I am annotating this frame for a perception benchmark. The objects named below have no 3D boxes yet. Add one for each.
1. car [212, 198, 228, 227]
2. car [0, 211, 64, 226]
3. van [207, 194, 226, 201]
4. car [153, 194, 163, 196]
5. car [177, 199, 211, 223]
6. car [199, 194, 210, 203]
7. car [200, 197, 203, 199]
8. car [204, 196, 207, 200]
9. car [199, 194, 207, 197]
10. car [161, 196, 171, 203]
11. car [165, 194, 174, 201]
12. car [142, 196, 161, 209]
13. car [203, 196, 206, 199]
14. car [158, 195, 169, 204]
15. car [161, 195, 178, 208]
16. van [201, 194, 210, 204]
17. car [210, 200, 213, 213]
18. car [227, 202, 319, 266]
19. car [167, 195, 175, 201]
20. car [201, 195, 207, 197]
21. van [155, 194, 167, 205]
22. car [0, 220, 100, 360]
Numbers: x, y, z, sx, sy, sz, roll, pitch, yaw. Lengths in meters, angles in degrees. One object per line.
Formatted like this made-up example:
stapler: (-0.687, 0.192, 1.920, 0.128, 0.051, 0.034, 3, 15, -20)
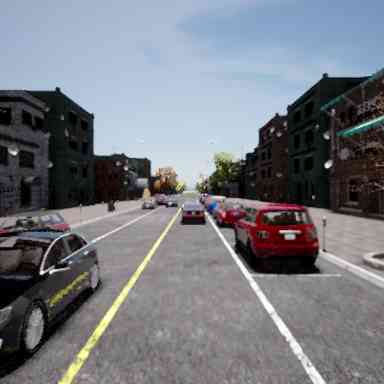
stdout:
car: (2.685, 1.443, 22.586, 1.967, 1.590, 4.097, -1, 0, 0)
car: (-5.695, 1.442, 11.486, 1.967, 1.590, 4.097, -1, 0, 0)
van: (2.683, 1.345, 33.683, 1.690, 1.788, 3.998, -1, 0, 0)
car: (-5.699, 1.321, 55.874, 2.192, 1.841, 5.009, -1, 0, 0)
car: (0.104, 1.551, 25.916, 2.033, 1.411, 5.357, 0, 0, 0)
car: (2.681, 1.321, 72.522, 2.192, 1.841, 5.009, -1, 0, 0)
car: (0.099, 1.606, 42.960, 1.895, 1.301, 4.718, 0, 0, 0)
car: (2.685, 1.549, 39.231, 1.887, 1.381, 4.507, -1, 0, 0)
car: (2.683, 1.588, 61.425, 1.802, 1.307, 4.206, -1, 0, 0)
car: (-5.698, 1.552, 72.519, 1.887, 1.381, 4.507, -1, 0, 0)
car: (-5.700, 1.447, 83.615, 1.967, 1.590, 4.097, -1, 0, 0)
car: (-5.696, 1.556, 44.777, 2.008, 1.369, 4.403, -1, 0, 0)
car: (2.684, 1.587, 44.780, 1.802, 1.307, 4.206, -1, 0, 0)
car: (-5.699, 1.447, 66.970, 1.967, 1.590, 4.097, -1, 0, 0)
car: (-3.068, 1.498, 49.474, 2.128, 1.511, 4.902, 0, 0, 0)
van: (2.681, 1.347, 66.973, 1.690, 1.788, 3.998, -1, 0, 0)
car: (2.686, 1.585, 28.135, 1.802, 1.307, 4.206, -1, 0, 0)
car: (2.684, 1.317, 11.489, 2.192, 1.841, 5.009, -1, 0, 0)
car: (-5.699, 1.552, 89.164, 1.887, 1.381, 4.507, -1, 0, 0)
car: (2.684, 1.587, 50.328, 1.802, 1.307, 4.206, -1, 0, 0)
van: (-5.700, 1.348, 61.422, 1.690, 1.788, 3.998, -1, 0, 0)
car: (-3.094, 1.507, 6.123, 1.837, 1.490, 4.892, 0, 0, 0)
